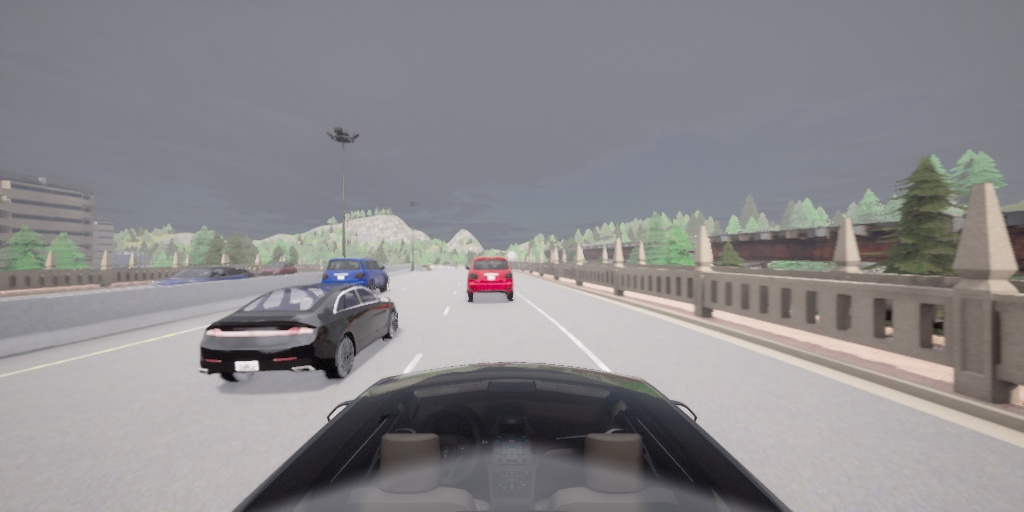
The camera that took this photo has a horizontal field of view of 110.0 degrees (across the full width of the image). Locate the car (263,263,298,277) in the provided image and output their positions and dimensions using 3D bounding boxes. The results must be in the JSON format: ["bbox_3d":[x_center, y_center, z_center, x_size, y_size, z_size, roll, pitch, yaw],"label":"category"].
[{"bbox_3d":[-24.739,1.507,38.071,2.097,1.767,4.553,0,0,-6],"label":"car"}]

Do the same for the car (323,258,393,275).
[{"bbox_3d":[-8.352,1.138,19.555,2.150,2.045,5.566,0,0,-6],"label":"car"}]

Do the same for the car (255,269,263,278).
[{"bbox_3d":[-19.679,1.537,24.574,1.837,1.490,4.892,0,0,-6],"label":"car"}]

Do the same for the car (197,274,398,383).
[{"bbox_3d":[-3.741,1.298,7.296,2.128,1.511,4.902,0,0,-3],"label":"car"}]

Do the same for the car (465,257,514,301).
[{"bbox_3d":[-1.189,1.078,18.438,2.150,2.045,5.566,0,0,-6],"label":"car"}]

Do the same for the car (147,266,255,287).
[{"bbox_3d":[-15.380,1.309,17.790,2.097,1.767,4.553,0,0,-6],"label":"car"}]
